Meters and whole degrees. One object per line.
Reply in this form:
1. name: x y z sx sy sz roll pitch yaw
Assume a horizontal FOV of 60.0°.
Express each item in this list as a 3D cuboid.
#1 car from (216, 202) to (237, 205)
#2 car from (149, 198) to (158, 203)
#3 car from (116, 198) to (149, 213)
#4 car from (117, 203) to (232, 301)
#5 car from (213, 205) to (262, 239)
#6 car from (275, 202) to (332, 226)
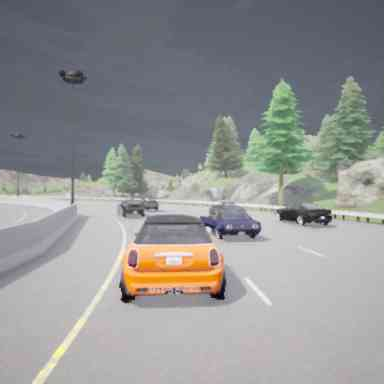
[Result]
1. car: 2.755 1.503 27.098 1.994 1.385 4.181 0 0 -17
2. car: -5.295 1.380 37.782 2.128 1.511 4.902 0 0 -26
3. car: -5.521 1.413 29.683 1.837 1.490 4.892 0 0 -21
4. car: -0.522 1.329 8.466 2.097 1.767 4.553 0 0 -5
5. car: 1.791 1.563 16.980 1.895 1.301 4.718 0 0 -11
6. car: 7.556 1.441 23.049 1.882 1.535 5.008 0 0 -13
